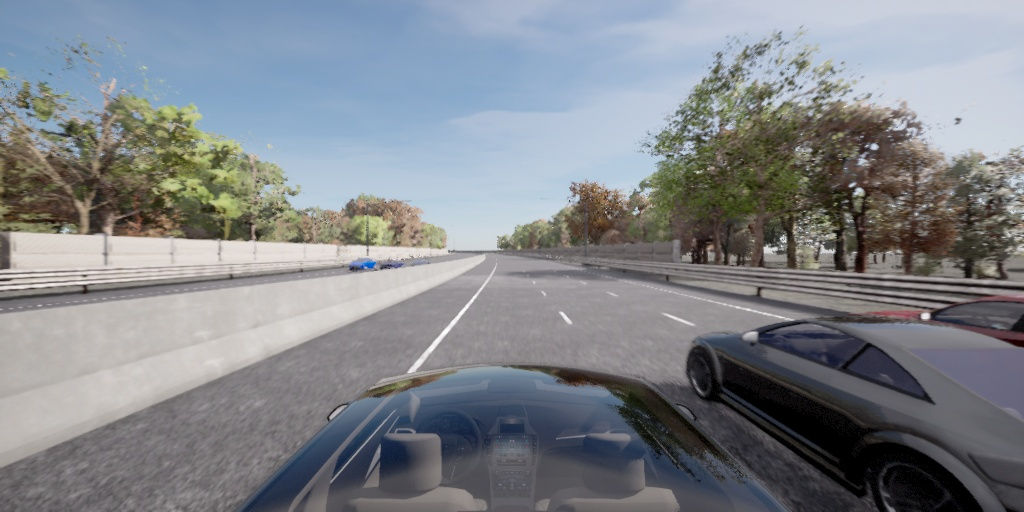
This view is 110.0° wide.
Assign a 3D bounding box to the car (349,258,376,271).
[{"bbox_3d":[-18.006,0.984,43.510,1.882,1.535,5.008,0,1,-1],"label":"car"}]

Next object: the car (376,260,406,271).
[{"bbox_3d":[-14.505,1.102,43.646,1.895,1.301,4.718,0,1,-1],"label":"car"}]

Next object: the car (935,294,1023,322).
[{"bbox_3d":[7.096,1.222,4.697,1.882,1.535,5.008,0,0,0],"label":"car"}]

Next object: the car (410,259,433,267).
[{"bbox_3d":[-11.011,1.038,44.159,2.033,1.411,5.357,0,1,-1],"label":"car"}]

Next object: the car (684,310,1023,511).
[{"bbox_3d":[3.595,1.312,3.741,1.994,1.385,4.181,0,0,0],"label":"car"}]
